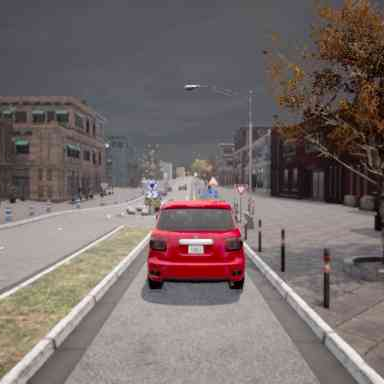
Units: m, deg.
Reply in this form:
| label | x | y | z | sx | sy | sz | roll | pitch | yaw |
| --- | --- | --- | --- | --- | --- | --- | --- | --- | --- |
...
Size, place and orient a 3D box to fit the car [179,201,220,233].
| label | x | y | z | sx | sy | sz | roll | pitch | yaw |
| --- | --- | --- | --- | --- | --- | --- | --- | --- | --- |
| car | 0.598 | 1.400 | 20.227 | 2.033 | 1.411 | 5.357 | 0 | 2 | 6 |

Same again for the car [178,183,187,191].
| label | x | y | z | sx | sy | sz | roll | pitch | yaw |
| --- | --- | --- | --- | --- | --- | --- | --- | --- | --- |
| car | -2.264 | -1.103 | 79.202 | 1.812 | 1.442 | 4.674 | 0 | 2 | 0 |

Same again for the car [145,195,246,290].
| label | x | y | z | sx | sy | sz | roll | pitch | yaw |
| --- | --- | --- | --- | --- | --- | --- | --- | --- | --- |
| car | 0.116 | 1.218 | 9.219 | 2.150 | 2.045 | 5.566 | 0 | 0 | 1 |

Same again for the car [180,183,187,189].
| label | x | y | z | sx | sy | sz | roll | pitch | yaw |
| --- | --- | --- | --- | --- | --- | --- | --- | --- | --- |
| car | -2.278 | -1.659 | 89.192 | 1.812 | 1.442 | 4.674 | 0 | 2 | 0 |

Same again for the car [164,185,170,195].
| label | x | y | z | sx | sy | sz | roll | pitch | yaw |
| --- | --- | --- | --- | --- | --- | --- | --- | --- | --- |
| car | -5.316 | -0.038 | 57.683 | 1.812 | 1.442 | 4.674 | 0 | 3 | 0 |

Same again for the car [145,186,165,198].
| label | x | y | z | sx | sy | sz | roll | pitch | yaw |
| --- | --- | --- | --- | --- | --- | --- | --- | --- | --- |
| car | -5.333 | 0.382 | 46.554 | 1.882 | 1.535 | 5.008 | 0 | 4 | 1 |

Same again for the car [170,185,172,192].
| label | x | y | z | sx | sy | sz | roll | pitch | yaw |
| --- | --- | --- | --- | --- | --- | --- | --- | --- | --- |
| car | -5.254 | -0.793 | 71.541 | 1.837 | 1.490 | 4.892 | 0 | 3 | 0 |
